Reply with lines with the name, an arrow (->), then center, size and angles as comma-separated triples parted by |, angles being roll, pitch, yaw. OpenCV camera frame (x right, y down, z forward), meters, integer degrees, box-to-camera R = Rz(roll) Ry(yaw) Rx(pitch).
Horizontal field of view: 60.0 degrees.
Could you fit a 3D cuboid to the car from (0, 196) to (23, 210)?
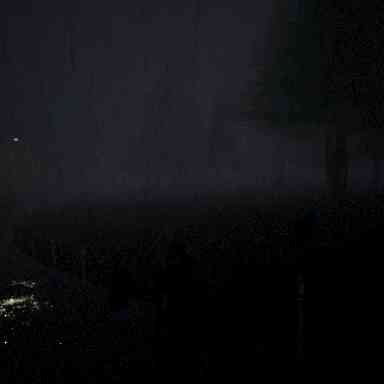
car -> -20.275, 1.104, 36.039 | 2.033, 1.411, 5.357 | 3, 2, -4
